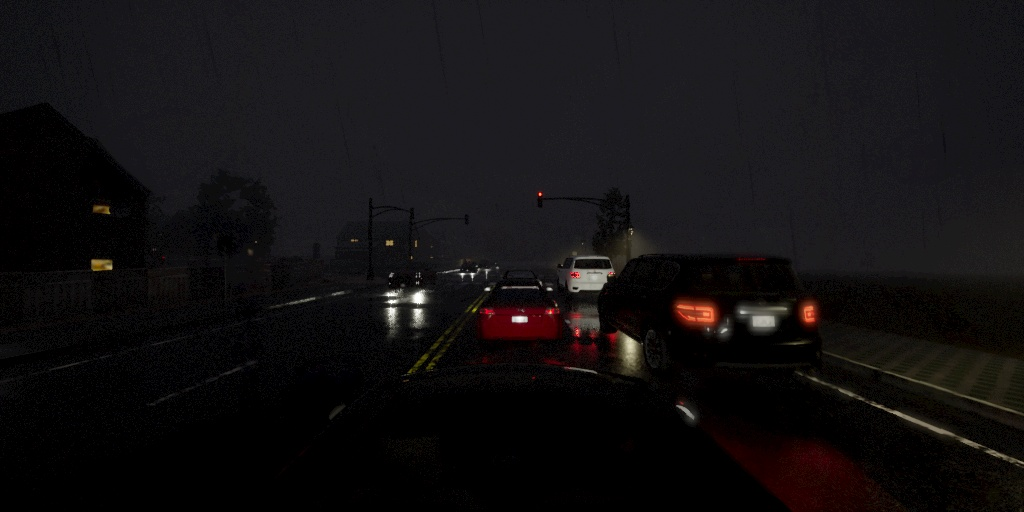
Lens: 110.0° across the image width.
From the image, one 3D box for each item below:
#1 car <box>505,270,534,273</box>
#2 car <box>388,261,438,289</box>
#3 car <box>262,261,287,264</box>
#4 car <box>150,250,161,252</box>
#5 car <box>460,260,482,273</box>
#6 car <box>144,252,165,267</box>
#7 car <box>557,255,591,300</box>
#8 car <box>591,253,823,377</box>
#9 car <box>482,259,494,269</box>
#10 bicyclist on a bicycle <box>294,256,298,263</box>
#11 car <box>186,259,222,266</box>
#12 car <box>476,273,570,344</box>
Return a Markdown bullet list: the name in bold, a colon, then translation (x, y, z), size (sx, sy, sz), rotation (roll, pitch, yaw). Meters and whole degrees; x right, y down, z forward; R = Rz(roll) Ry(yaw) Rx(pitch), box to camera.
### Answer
- **car**: translation (0.343, 1.364, 18.443), size (1.895, 1.301, 4.718), rotation (0, 0, -3)
- **car**: translation (-6.270, 1.124, 23.038), size (2.097, 1.767, 4.553), rotation (0, 0, 2)
- **car**: translation (-20.868, 0.940, 33.205), size (4.892, 1.490, 1.837), rotation (1, -1, 16)
- **car**: translation (-44.360, 0.322, 42.835), size (5.566, 2.045, 2.150), rotation (1, -1, 15)
- **car**: translation (-5.413, 1.366, 45.925), size (2.033, 1.411, 5.357), rotation (0, 0, 0)
- **car**: translation (-40.287, 0.625, 38.642), size (4.892, 1.490, 1.837), rotation (1, -1, 16)
- **car**: translation (3.555, 0.983, 17.870), size (2.150, 2.045, 5.566), rotation (0, 0, 1)
- **car**: translation (3.402, 0.974, 7.512), size (2.150, 2.045, 5.566), rotation (0, 0, 0)
- **car**: translation (-4.614, 1.354, 58.924), size (1.837, 1.490, 4.892), rotation (0, 0, 4)
- **bicyclist on a bicycle**: translation (-24.185, 0.781, 40.223), size (0.582, 1.620, 1.656), rotation (1, -1, 16)
- **car**: translation (-30.408, 0.829, 35.872), size (5.357, 1.411, 2.033), rotation (1, -1, 16)
- **car**: translation (0.178, 1.319, 9.634), size (1.994, 1.385, 4.181), rotation (0, 0, 0)
